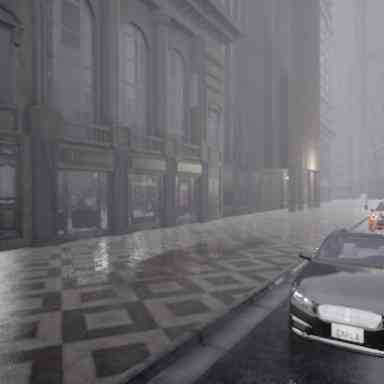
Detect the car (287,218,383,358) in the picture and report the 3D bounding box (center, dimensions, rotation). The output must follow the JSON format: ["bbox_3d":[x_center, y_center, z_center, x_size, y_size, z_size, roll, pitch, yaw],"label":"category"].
[{"bbox_3d":[3.249,1.490,6.204,2.128,1.511,4.902,0,0,33],"label":"car"}]

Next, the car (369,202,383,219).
[{"bbox_3d":[11.449,1.347,19.040,2.097,1.767,4.553,0,0,33],"label":"car"}]
